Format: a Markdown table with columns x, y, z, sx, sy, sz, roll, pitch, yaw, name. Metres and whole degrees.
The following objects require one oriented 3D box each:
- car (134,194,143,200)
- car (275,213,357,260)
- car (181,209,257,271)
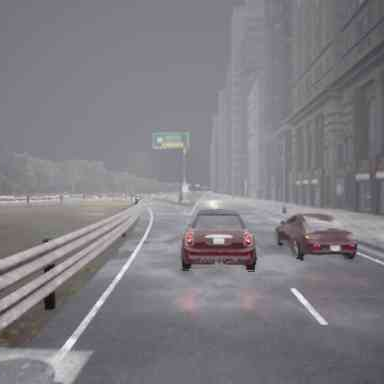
| x | y | z | sx | sy | sz | roll | pitch | yaw | name |
| --- | --- | --- | --- | --- | --- | --- | --- | --- | --- |
| -12.734 | 1.144 | 79.730 | 2.128 | 1.511 | 4.902 | 0 | 0 | -13 | car |
| 4.349 | 1.498 | 12.181 | 1.812 | 1.442 | 4.674 | 0 | 0 | 2 | car |
| 0.807 | 1.328 | 11.059 | 2.097 | 1.767 | 4.553 | 0 | 0 | 2 | car |
